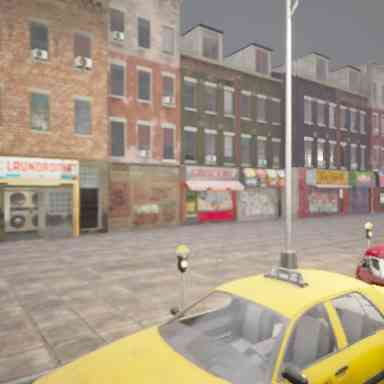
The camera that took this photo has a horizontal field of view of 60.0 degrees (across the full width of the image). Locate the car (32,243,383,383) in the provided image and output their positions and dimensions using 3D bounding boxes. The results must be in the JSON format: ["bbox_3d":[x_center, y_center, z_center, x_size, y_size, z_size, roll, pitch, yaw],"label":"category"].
[{"bbox_3d":[0.774,1.505,3.357,4.829,1.417,1.752,-1,1,-35],"label":"car"}]
